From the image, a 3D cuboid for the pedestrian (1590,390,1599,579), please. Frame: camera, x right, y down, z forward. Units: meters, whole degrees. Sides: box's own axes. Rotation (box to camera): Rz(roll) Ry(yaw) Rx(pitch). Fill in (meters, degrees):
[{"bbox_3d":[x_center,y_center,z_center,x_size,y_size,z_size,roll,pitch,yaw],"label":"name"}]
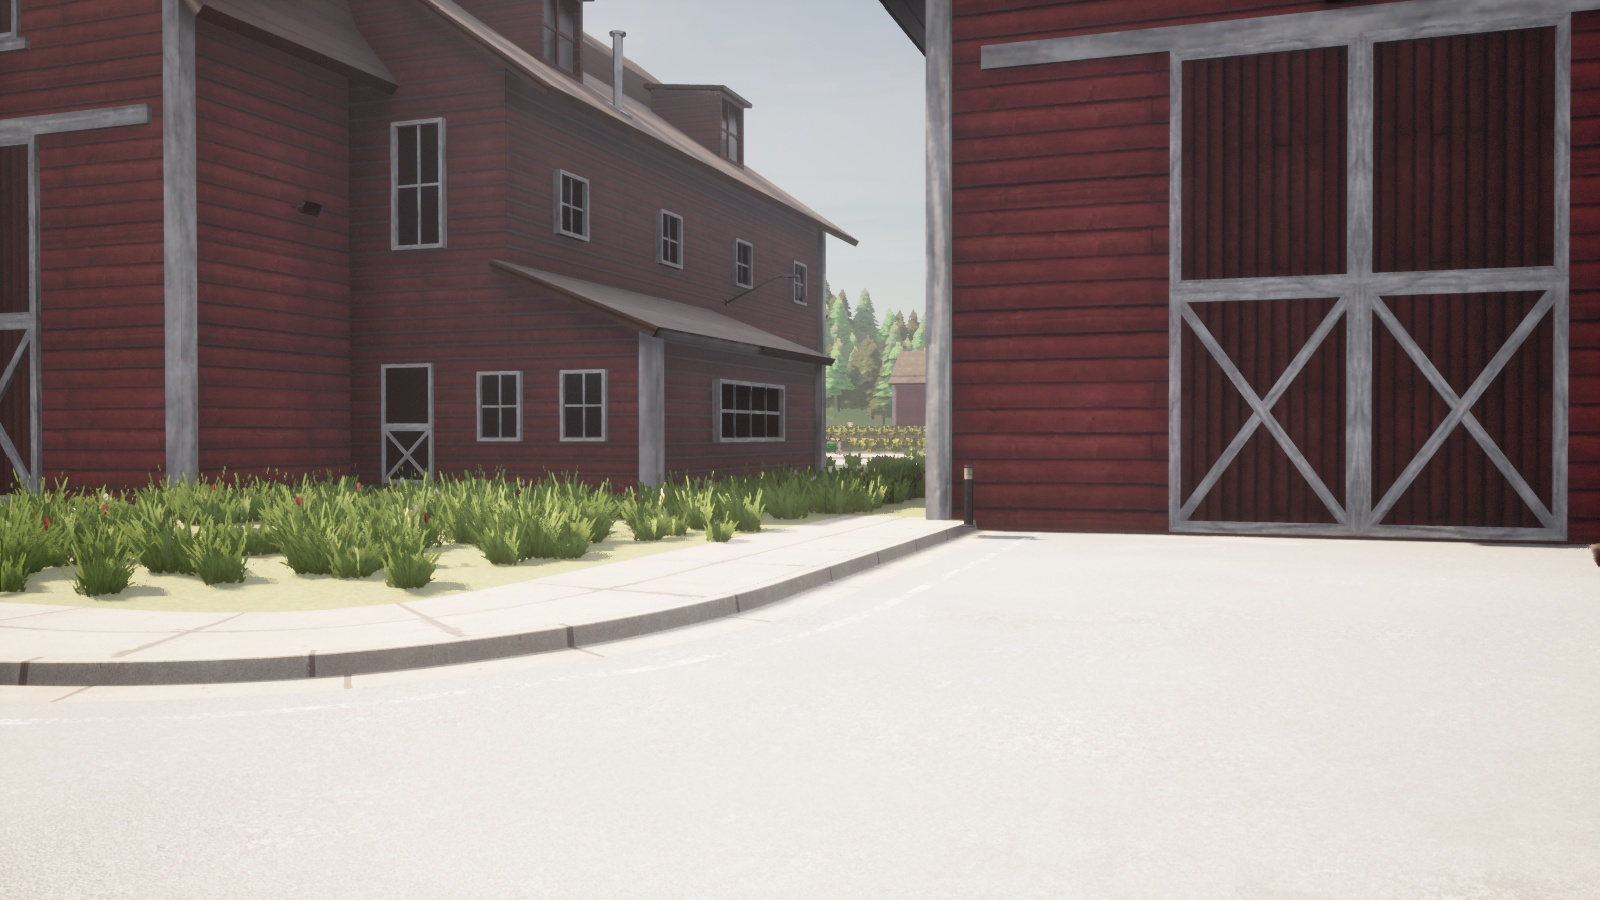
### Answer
[{"bbox_3d":[8.643,0.357,12.889,0.788,1.949,0.423,1,1,15],"label":"pedestrian"}]
